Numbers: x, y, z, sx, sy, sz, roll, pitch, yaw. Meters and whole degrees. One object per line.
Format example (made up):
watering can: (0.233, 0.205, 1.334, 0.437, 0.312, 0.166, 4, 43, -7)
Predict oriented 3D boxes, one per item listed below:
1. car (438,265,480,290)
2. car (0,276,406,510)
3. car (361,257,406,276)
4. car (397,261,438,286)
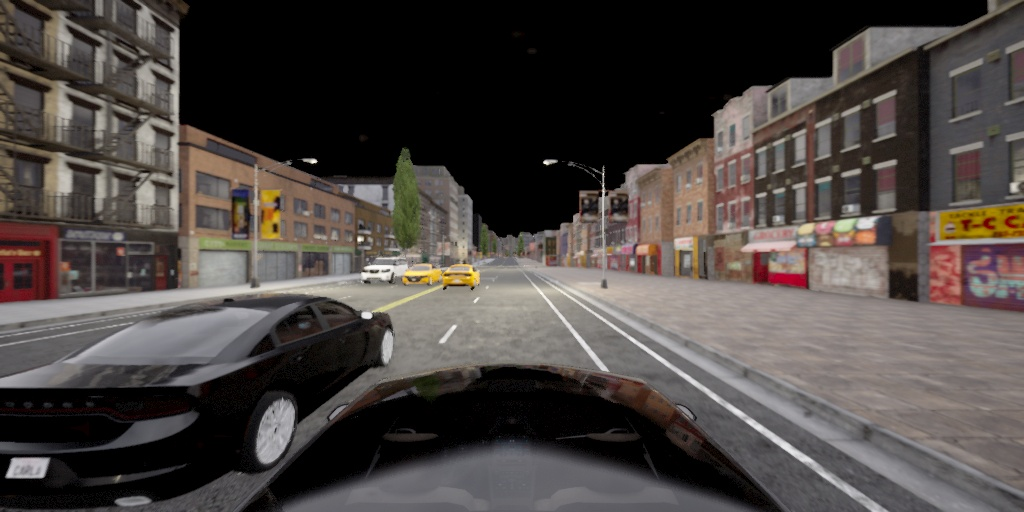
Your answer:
car: (-3.159, 1.307, 23.067, 1.882, 1.535, 5.008, 0, -1, 0)
car: (-3.153, 1.228, 4.812, 1.882, 1.535, 5.008, 0, 0, 0)
car: (-9.779, 1.115, 28.190, 2.150, 2.045, 5.566, 0, -1, 0)
car: (-6.542, 1.345, 26.454, 1.882, 1.535, 5.008, 0, -1, 0)
